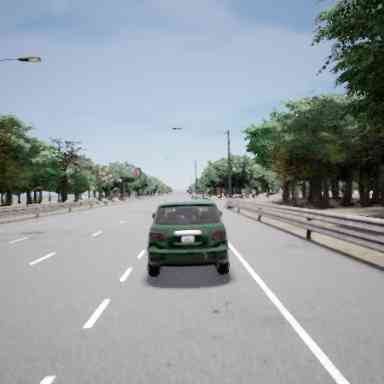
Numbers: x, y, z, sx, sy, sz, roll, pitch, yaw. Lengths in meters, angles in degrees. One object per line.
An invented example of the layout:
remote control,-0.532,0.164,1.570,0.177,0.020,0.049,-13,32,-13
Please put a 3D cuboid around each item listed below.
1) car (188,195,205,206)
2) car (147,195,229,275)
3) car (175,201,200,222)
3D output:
car,0.863,1.398,57.983,2.097,1.767,4.553,-1,0,10
car,-0.137,1.238,10.710,2.150,2.045,5.566,-1,0,-1
car,-0.400,1.548,27.811,1.837,1.490,4.892,-1,0,-1
